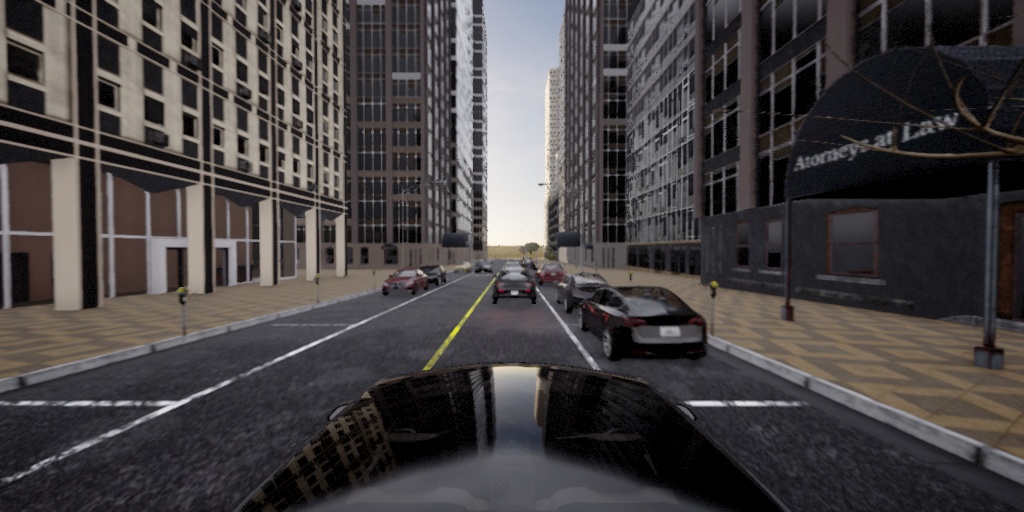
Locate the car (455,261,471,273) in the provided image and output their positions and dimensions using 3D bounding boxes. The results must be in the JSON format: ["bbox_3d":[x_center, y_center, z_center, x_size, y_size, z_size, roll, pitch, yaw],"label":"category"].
[{"bbox_3d":[-5.666,1.256,42.091,1.751,1.417,4.829,0,0,0],"label":"car"}]

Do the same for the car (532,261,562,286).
[{"bbox_3d":[2.697,1.185,25.177,1.967,1.591,4.097,0,0,0],"label":"car"}]

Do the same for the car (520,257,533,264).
[{"bbox_3d":[2.362,1.247,51.331,1.812,1.442,4.674,0,0,0],"label":"car"}]

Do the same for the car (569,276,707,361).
[{"bbox_3d":[2.693,1.315,8.154,1.948,1.339,4.313,0,0,0],"label":"car"}]

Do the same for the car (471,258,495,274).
[{"bbox_3d":[-3.083,1.280,40.710,2.033,1.411,5.357,0,0,0],"label":"car"}]

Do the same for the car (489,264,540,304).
[{"bbox_3d":[0.103,1.274,16.337,1.812,1.442,4.674,0,0,0],"label":"car"}]

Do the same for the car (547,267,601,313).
[{"bbox_3d":[2.695,1.299,13.828,2.007,1.370,4.403,0,0,0],"label":"car"}]

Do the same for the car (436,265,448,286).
[{"bbox_3d":[-5.652,1.311,25.239,1.948,1.339,4.313,0,0,0],"label":"car"}]

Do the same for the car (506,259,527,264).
[{"bbox_3d":[0.106,1.286,33.813,2.033,1.411,5.357,0,0,0],"label":"car"}]

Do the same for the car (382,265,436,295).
[{"bbox_3d":[-5.653,1.329,19.565,1.802,1.307,4.207,0,0,0],"label":"car"}]
